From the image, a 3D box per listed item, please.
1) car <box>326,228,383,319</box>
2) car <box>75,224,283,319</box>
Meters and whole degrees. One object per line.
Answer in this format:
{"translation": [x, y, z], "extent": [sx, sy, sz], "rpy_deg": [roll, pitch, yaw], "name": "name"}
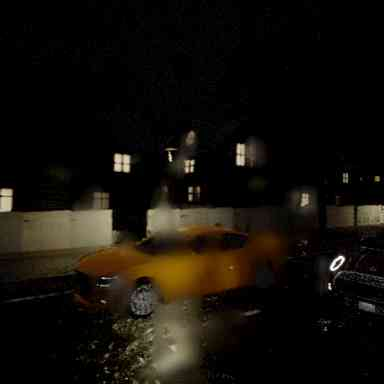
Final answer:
{"translation": [4.922, 1.460, 7.137], "extent": [4.553, 1.767, 2.097], "rpy_deg": [1, 0, -35], "name": "car"}
{"translation": [-0.055, 1.532, 7.620], "extent": [5.008, 1.535, 1.882], "rpy_deg": [1, -1, -35], "name": "car"}
